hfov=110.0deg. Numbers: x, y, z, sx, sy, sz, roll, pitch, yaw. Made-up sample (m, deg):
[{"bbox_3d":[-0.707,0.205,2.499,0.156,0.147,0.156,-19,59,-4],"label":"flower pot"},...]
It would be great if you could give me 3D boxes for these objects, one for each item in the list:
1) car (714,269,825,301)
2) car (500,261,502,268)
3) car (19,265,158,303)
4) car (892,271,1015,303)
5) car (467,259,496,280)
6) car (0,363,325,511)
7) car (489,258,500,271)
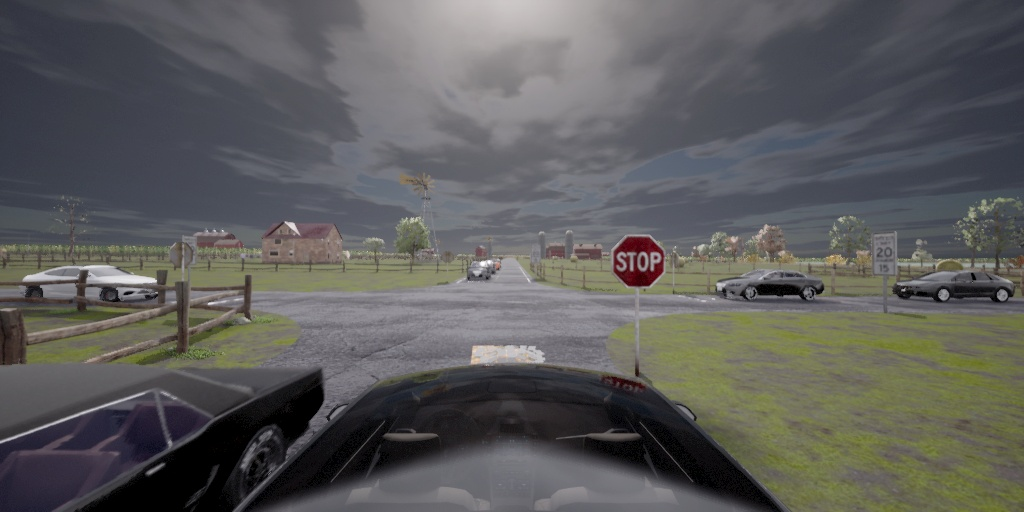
[{"bbox_3d":[12.810,1.400,17.982,4.902,1.511,2.128,1,-1,-2],"label":"car"},{"bbox_3d":[-2.832,1.114,50.969,2.097,1.767,4.553,0,0,0],"label":"car"},{"bbox_3d":[-17.070,1.108,14.683,4.674,1.442,1.812,0,-1,-1],"label":"car"},{"bbox_3d":[22.212,1.503,18.148,4.892,1.490,1.837,1,-1,-1],"label":"car"},{"bbox_3d":[-2.844,1.251,31.639,2.128,1.511,4.902,0,0,0],"label":"car"},{"bbox_3d":[-2.864,1.351,1.464,1.895,1.301,4.718,0,0,0],"label":"car"},{"bbox_3d":[-2.833,1.252,40.980,2.128,1.511,4.902,0,0,0],"label":"car"}]
